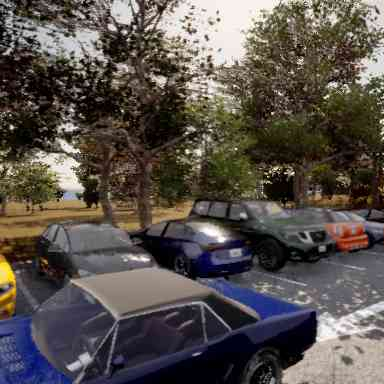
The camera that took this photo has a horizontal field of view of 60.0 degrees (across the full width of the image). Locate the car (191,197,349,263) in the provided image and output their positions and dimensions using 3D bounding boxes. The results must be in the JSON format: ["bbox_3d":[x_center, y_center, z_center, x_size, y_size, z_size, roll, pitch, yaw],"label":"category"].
[{"bbox_3d":[1.999,1.223,11.449,2.435,2.045,5.566,0,0,-35],"label":"car"}]

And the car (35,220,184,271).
[{"bbox_3d":[-2.557,1.480,8.244,2.231,1.521,4.892,0,0,-35],"label":"car"}]

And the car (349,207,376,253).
[{"bbox_3d":[4.268,1.345,13.063,2.185,1.767,4.553,0,0,-35],"label":"car"}]

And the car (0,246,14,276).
[{"bbox_3d":[-4.824,1.480,6.626,2.097,1.535,5.008,0,0,-35],"label":"car"}]

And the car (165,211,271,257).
[{"bbox_3d":[-0.303,1.506,9.877,2.163,1.488,4.792,0,0,-35],"label":"car"}]

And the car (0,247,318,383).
[{"bbox_3d":[-0.892,1.600,3.356,4.718,1.301,1.895,0,0,-35],"label":"car"}]

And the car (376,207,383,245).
[{"bbox_3d":[6.517,1.507,14.708,2.002,1.452,4.674,0,0,-35],"label":"car"}]
